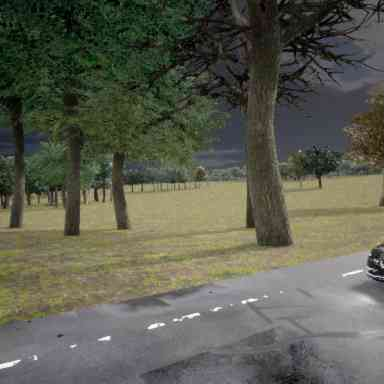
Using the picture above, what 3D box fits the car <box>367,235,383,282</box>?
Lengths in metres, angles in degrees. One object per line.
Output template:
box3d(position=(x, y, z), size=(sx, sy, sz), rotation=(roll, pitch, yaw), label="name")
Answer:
box3d(position=(6.398, 1.489, 8.554), size=(4.892, 1.490, 1.837), rotation=(0, 0, -35), label="car")
